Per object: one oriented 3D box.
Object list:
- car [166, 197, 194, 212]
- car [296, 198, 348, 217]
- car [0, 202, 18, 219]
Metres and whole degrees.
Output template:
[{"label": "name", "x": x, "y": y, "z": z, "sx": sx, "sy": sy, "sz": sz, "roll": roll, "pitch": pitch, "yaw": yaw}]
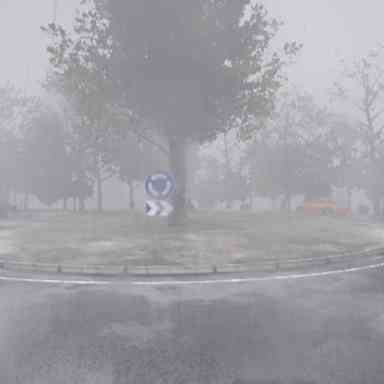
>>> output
[{"label": "car", "x": -2.075, "y": 1.308, "z": 37.681, "sx": 4.553, "sy": 1.767, "sz": 2.097, "roll": 0, "pitch": 0, "yaw": -2}, {"label": "car", "x": 11.859, "y": 1.315, "z": 30.736, "sx": 2.097, "sy": 1.767, "sz": 4.553, "roll": 0, "pitch": 0, "yaw": -30}, {"label": "car", "x": -16.586, "y": 1.447, "z": 26.743, "sx": 1.882, "sy": 1.535, "sz": 5.008, "roll": -1, "pitch": -1, "yaw": 22}]
